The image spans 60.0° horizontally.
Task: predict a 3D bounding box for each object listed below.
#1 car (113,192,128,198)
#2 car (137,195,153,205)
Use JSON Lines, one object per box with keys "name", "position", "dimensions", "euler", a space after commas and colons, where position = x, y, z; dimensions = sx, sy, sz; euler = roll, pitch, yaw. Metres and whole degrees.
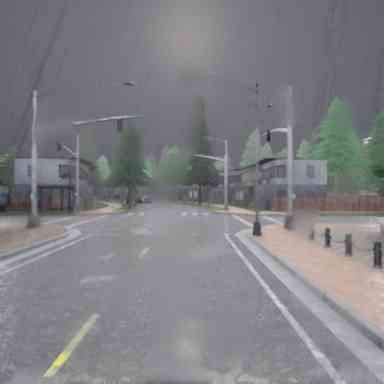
{"name": "car", "position": [-15.691, 0.787, 73.483], "dimensions": [2.150, 2.045, 5.566], "euler": [0, 0, -36]}
{"name": "car", "position": [-8.456, 1.302, 59.693], "dimensions": [2.097, 1.767, 4.553], "euler": [0, 0, -20]}
